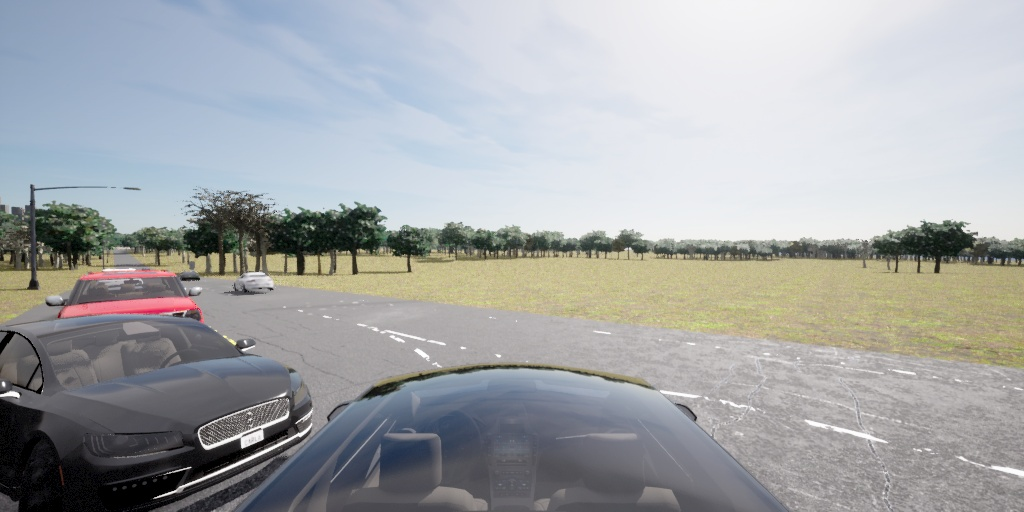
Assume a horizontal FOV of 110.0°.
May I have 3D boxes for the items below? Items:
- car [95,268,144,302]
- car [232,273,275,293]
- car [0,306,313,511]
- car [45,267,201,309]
[{"bbox_3d":[-27.583,1.890,25.204,5.566,2.045,2.150,-2,0,42],"label":"car"},{"bbox_3d":[-20.071,2.015,27.855,4.674,1.442,1.812,-2,0,42],"label":"car"},{"bbox_3d":[-4.488,1.445,4.028,4.892,1.490,1.837,-3,-3,22],"label":"car"},{"bbox_3d":[-9.310,1.386,8.767,5.566,2.045,2.150,-2,0,42],"label":"car"}]
